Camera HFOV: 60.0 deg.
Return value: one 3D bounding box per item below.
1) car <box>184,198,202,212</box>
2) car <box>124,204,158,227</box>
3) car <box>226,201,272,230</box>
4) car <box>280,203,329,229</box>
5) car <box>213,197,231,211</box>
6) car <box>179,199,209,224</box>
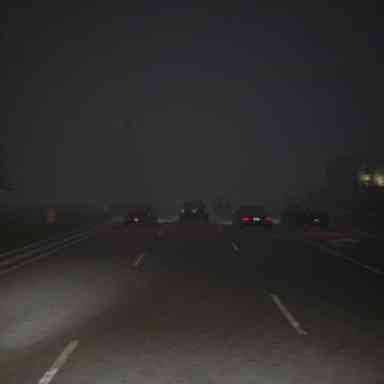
[{"bbox_3d":[0.104,1.527,39.528,2.033,1.411,5.357,0,0,0],"label":"car"},{"bbox_3d":[-3.398,1.514,22.646,1.812,1.442,4.674,0,0,0],"label":"car"},{"bbox_3d":[3.602,1.537,20.812,2.033,1.411,5.357,0,0,0],"label":"car"},{"bbox_3d":[7.102,1.467,21.461,1.882,1.535,5.008,0,0,0],"label":"car"},{"bbox_3d":[3.605,1.333,39.743,2.097,1.767,4.553,0,0,0],"label":"car"},{"bbox_3d":[0.113,1.342,24.997,2.097,1.767,4.553,0,0,-1],"label":"car"}]
